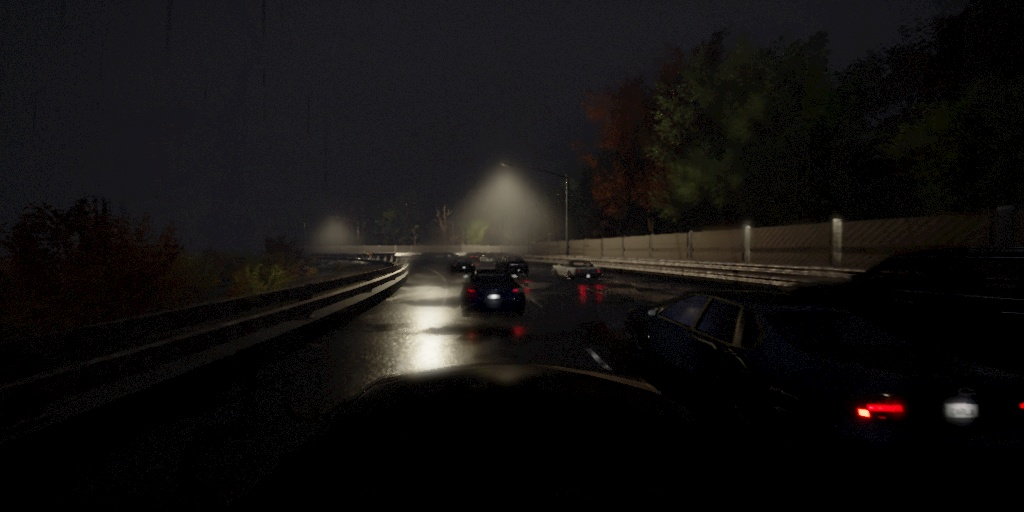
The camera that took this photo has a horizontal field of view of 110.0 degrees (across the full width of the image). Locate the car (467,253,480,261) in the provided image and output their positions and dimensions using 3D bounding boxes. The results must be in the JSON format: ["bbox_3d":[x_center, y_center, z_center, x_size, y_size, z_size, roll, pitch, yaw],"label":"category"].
[{"bbox_3d":[-6.562,0.251,58.813,1.837,1.490,4.892,-1,1,-16],"label":"car"}]

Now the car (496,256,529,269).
[{"bbox_3d":[-0.100,0.775,27.861,2.128,1.511,4.902,0,1,-14],"label":"car"}]

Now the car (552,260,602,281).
[{"bbox_3d":[4.316,0.930,24.626,1.895,1.301,4.718,0,1,-12],"label":"car"}]

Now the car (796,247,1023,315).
[{"bbox_3d":[6.897,0.890,5.303,2.150,2.045,5.566,0,1,-4],"label":"car"}]

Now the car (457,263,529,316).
[{"bbox_3d":[-0.739,1.123,12.478,1.994,1.385,4.181,0,1,-6],"label":"car"}]

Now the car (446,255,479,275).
[{"bbox_3d":[-4.296,0.823,29.805,1.994,1.385,4.181,0,1,-16],"label":"car"}]

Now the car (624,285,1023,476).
[{"bbox_3d":[3.439,1.224,5.333,2.033,1.411,5.357,0,1,-2],"label":"car"}]
